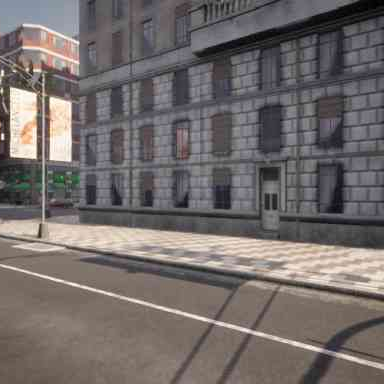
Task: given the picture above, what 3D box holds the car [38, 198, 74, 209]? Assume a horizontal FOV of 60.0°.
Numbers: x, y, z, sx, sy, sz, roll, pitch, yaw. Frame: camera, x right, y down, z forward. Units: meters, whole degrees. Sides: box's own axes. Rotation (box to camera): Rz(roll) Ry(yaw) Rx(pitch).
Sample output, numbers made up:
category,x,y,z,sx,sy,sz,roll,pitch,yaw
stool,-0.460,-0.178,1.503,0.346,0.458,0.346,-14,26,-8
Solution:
category,x,y,z,sx,sy,sz,roll,pitch,yaw
car,-18.067,1.526,44.397,1.812,1.442,4.674,0,0,36
